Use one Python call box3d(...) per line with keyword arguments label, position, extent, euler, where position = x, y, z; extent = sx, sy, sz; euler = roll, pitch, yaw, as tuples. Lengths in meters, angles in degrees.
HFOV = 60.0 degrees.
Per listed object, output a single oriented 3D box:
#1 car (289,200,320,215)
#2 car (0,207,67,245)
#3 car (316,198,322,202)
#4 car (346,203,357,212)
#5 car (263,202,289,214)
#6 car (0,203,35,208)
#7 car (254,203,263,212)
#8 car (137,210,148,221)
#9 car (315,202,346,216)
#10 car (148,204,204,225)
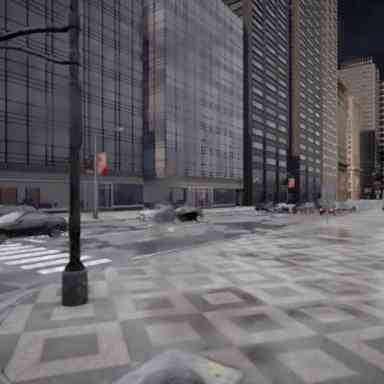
box3d(label="car", position=(14.662, 2.118, 43.307), extent=(1.837, 1.490, 4.892), euler=(0, -1, 36))
box3d(label="car", position=(-8.489, 1.680, 16.574), extent=(1.812, 1.442, 4.674), euler=(0, -1, 31))
box3d(label="car", position=(20.563, 1.972, 51.577), extent=(2.150, 2.045, 5.566), euler=(0, -1, 36))
box3d(label="car", position=(23.182, 2.283, 49.649), extent=(2.033, 1.411, 5.357), euler=(0, -1, 36))
box3d(label="car", position=(11.693, 2.148, 44.917), extent=(1.812, 1.442, 4.674), euler=(0, -1, 36))
box3d(label="car", position=(-11.047, 1.533, 19.290), extent=(2.097, 1.767, 4.553), euler=(0, -1, 39))
box3d(label="car", position=(11.240, 2.235, 49.791), extent=(2.033, 1.411, 5.357), euler=(0, -1, 36))
box3d(label="car", position=(-2.934, 1.890, 30.259), extent=(1.812, 1.442, 4.674), euler=(0, -1, 36))
box3d(label="car", position=(17.319, 2.200, 41.434), extent=(1.895, 1.301, 4.718), euler=(0, -1, 36))
box3d(label="car", position=(-0.984, 1.811, 27.408), extent=(1.882, 1.535, 5.008), euler=(0, -1, 36))
